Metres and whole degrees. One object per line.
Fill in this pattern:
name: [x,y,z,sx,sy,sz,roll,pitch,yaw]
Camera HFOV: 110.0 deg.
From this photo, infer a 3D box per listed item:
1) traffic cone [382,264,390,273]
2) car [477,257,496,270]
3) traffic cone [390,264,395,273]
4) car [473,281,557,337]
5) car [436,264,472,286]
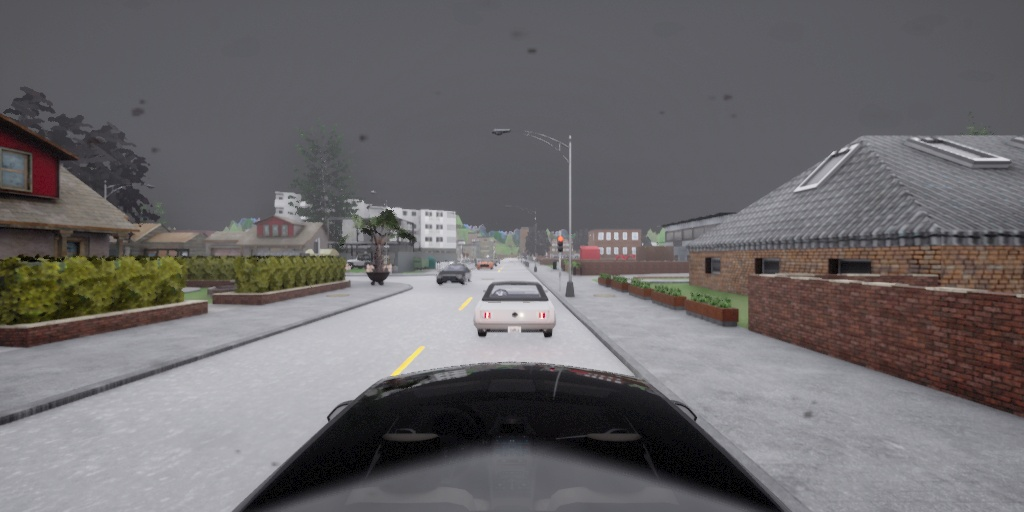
traffic cone: [-15.526,1.540,44.141,0.344,0.586,0.344,0,0,0]
car: [-3.826,1.076,52.297,2.097,1.767,4.553,0,0,0]
traffic cone: [-15.162,1.536,44.708,0.344,0.586,0.344,0,0,0]
car: [0.096,1.347,10.191,1.895,1.301,4.718,0,0,1]
car: [-3.975,1.285,25.397,2.033,1.411,5.357,0,0,0]
